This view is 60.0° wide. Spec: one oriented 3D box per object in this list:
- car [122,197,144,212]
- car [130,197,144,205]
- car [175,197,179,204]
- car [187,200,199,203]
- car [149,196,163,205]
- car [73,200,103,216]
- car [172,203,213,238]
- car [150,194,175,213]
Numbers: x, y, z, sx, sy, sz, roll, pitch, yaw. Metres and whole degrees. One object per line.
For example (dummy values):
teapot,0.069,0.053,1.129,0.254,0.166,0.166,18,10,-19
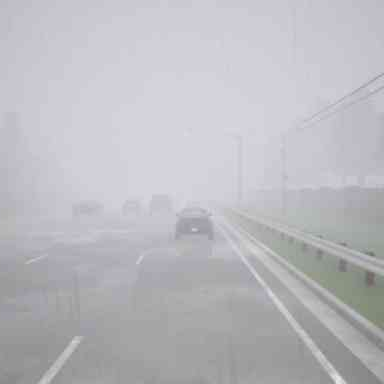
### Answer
car,-6.887,1.556,39.010,2.128,1.511,4.902,0,0,0
car,-10.378,1.628,62.824,1.812,1.442,4.674,0,0,0
car,-3.380,1.629,63.610,1.812,1.442,4.674,0,0,0
car,0.117,1.668,41.314,1.895,1.301,4.718,0,0,0
car,-6.880,1.595,63.242,2.128,1.511,4.902,0,0,0
car,-10.389,1.533,33.566,1.882,1.535,5.008,0,0,0
car,0.108,1.554,17.593,1.812,1.442,4.674,0,0,0
car,-3.386,1.282,37.533,2.150,2.045,5.566,0,0,0
